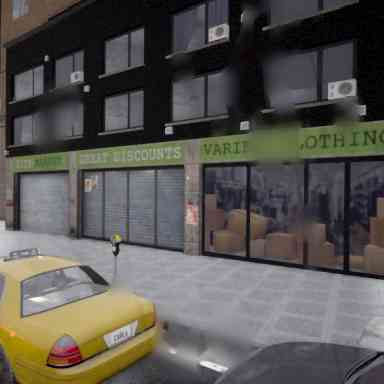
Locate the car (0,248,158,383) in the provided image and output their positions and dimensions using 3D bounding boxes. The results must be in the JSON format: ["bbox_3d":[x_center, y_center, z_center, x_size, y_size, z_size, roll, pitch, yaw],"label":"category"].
[{"bbox_3d":[-2.652,1.524,4.987,4.829,1.417,1.752,0,1,36],"label":"car"}]

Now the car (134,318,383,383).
[{"bbox_3d":[2.030,1.551,1.639,4.403,1.369,2.008,0,1,36],"label":"car"}]
